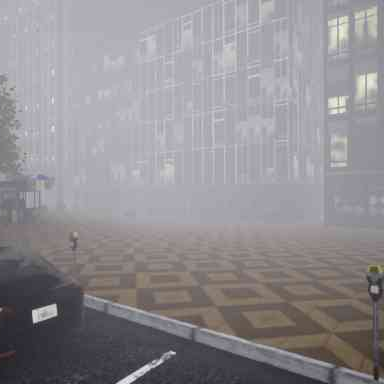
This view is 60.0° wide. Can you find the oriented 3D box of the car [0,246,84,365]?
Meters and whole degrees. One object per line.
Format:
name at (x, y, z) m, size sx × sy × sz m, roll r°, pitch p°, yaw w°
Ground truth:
car at (-3.549, 1.566, 5.405) m, size 4.313 × 1.339 × 1.947 m, roll 0°, pitch 0°, yaw 35°
